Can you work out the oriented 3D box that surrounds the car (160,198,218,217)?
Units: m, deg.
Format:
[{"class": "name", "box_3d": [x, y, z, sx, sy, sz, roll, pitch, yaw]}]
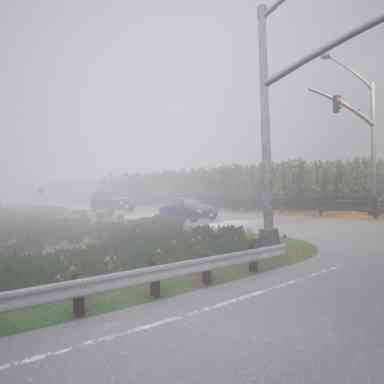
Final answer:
[{"class": "car", "box_3d": [-0.363, 1.113, 21.920, 1.812, 1.442, 4.674, -3, 2, -41]}]

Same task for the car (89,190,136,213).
[{"class": "car", "box_3d": [-7.295, 0.849, 29.981, 2.150, 2.045, 5.566, -3, 2, -41]}]
